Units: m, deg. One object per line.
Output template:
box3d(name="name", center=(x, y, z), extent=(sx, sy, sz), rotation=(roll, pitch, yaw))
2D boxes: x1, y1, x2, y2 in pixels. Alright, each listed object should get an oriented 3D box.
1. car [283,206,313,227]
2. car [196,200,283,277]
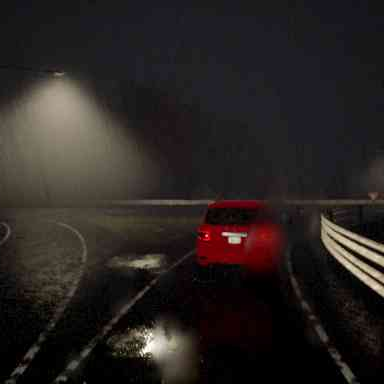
box3d(name="car", center=(7.415, 1.699, 24.291), extent=(1.994, 1.385, 4.181), rotation=(0, 0, 32))
box3d(name="car", center=(1.591, 1.279, 10.743), extent=(2.150, 2.045, 5.566), rotation=(0, 0, 12))
